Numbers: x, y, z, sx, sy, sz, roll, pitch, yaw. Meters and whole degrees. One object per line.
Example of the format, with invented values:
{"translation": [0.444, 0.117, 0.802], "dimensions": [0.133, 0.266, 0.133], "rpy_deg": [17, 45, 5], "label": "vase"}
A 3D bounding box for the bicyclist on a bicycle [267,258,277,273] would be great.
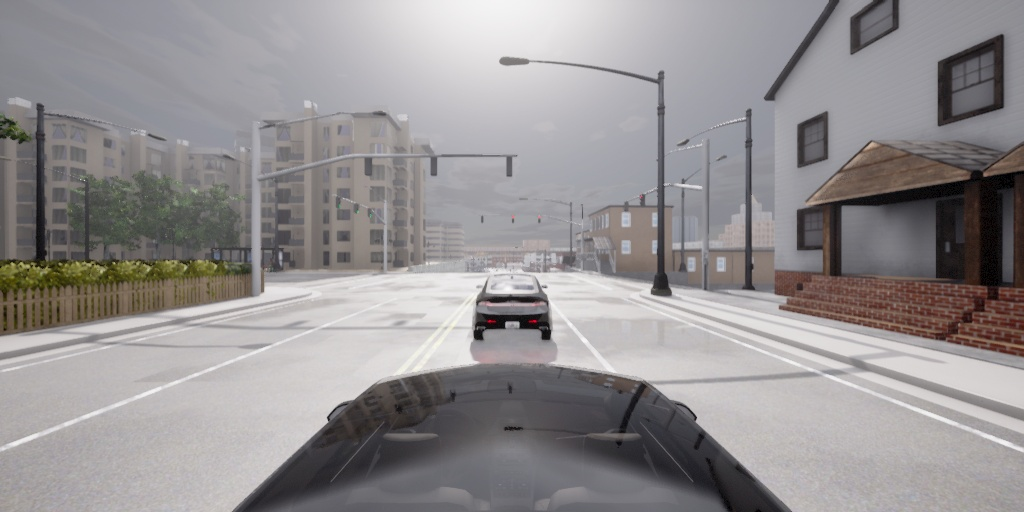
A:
{"translation": [-25.605, 1.017, 38.224], "dimensions": [0.582, 1.620, 1.656], "rpy_deg": [0, 0, 0], "label": "bicyclist on a bicycle"}

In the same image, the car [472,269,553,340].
{"translation": [0.002, 1.233, 9.926], "dimensions": [2.128, 1.511, 4.902], "rpy_deg": [0, 0, 0], "label": "car"}
